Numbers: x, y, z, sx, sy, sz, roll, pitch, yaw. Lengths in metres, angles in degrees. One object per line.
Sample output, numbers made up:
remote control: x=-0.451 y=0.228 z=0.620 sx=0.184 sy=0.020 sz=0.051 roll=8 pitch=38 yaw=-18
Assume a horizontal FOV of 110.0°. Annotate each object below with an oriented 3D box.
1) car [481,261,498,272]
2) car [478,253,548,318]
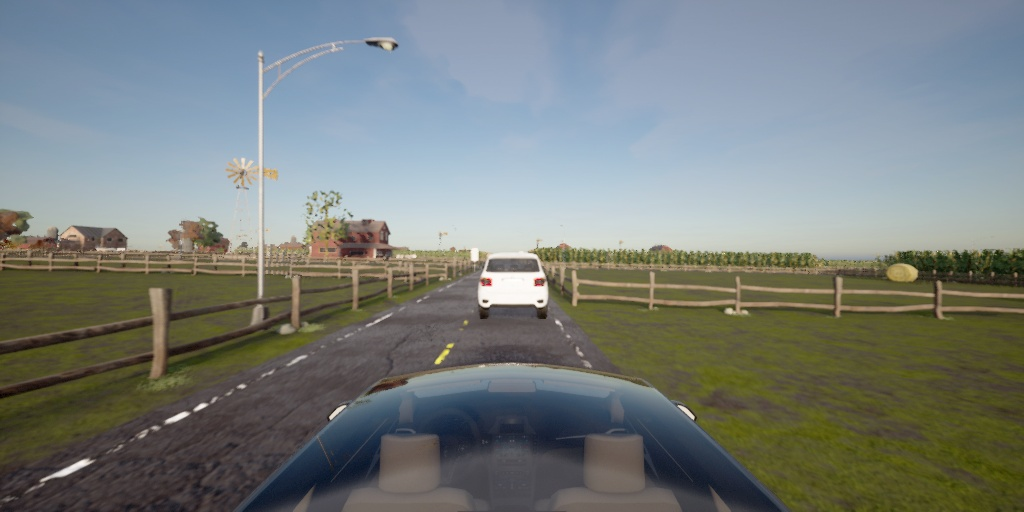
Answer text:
car: x=-2.811 y=1.338 z=45.710 sx=1.895 sy=1.301 sz=4.718 roll=0 pitch=0 yaw=0
car: x=0.055 y=0.957 z=12.988 sx=2.150 sy=2.045 sz=5.566 roll=0 pitch=-1 yaw=1
